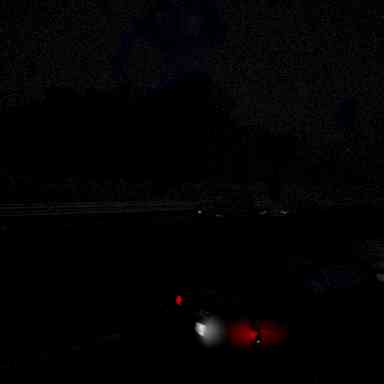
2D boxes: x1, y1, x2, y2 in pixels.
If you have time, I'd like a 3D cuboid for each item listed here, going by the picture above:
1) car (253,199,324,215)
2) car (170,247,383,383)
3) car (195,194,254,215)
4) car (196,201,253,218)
[{"bbox_3d":[6.479,1.329,21.337,4.553,1.767,2.097,0,0,-35],"label":"car"},{"bbox_3d":[1.763,1.554,4.979,4.181,1.385,1.994,0,0,-35],"label":"car"},{"bbox_3d":[2.871,1.196,27.358,5.566,2.045,2.150,0,0,-35],"label":"car"},{"bbox_3d":[2.700,1.539,22.976,4.181,1.385,1.994,0,0,-35],"label":"car"}]
